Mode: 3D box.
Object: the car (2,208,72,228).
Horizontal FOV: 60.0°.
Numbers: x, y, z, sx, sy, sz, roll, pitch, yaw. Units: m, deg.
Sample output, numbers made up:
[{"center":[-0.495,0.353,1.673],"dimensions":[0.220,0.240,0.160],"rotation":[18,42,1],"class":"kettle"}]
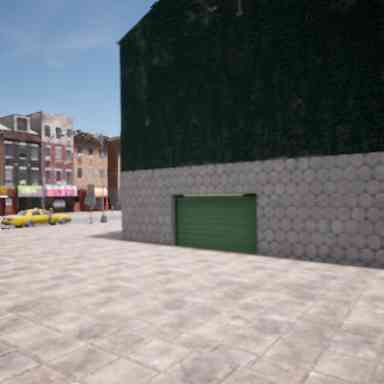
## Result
[{"center":[-11.337,1.871,24.744],"dimensions":[1.752,1.417,4.829],"rotation":[-2,-1,35],"class":"car"}]
